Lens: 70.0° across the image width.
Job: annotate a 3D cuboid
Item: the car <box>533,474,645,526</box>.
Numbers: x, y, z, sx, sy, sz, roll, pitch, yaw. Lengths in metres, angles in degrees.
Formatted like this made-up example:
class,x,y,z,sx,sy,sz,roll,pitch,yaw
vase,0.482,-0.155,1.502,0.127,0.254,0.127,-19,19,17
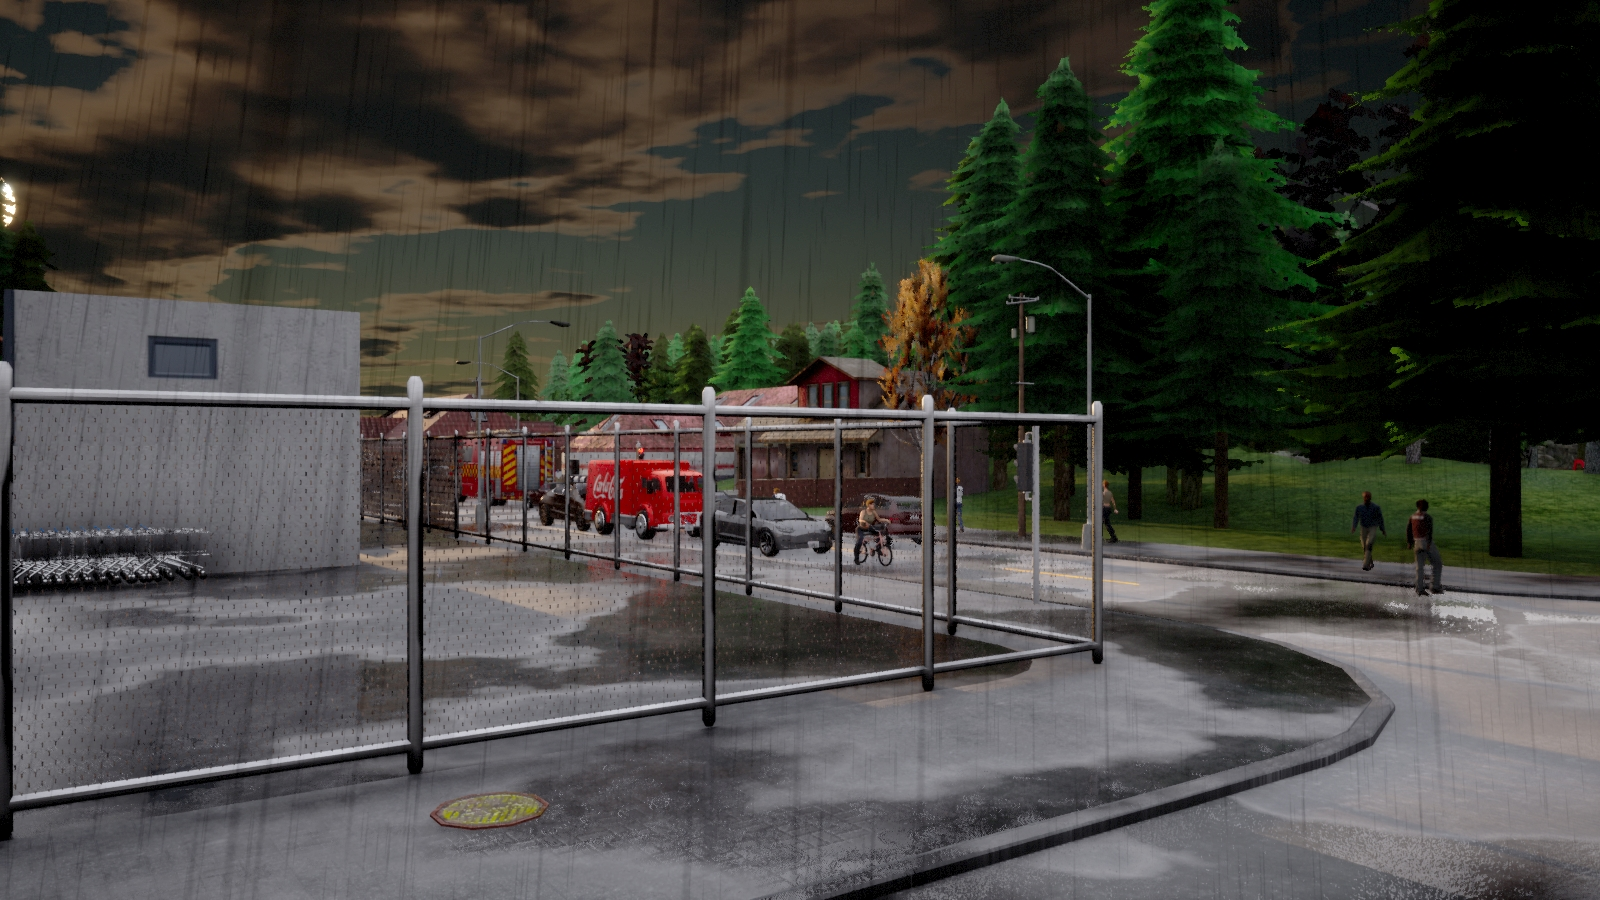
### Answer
class,x,y,z,sx,sy,sz,roll,pitch,yaw
car,-7.756,1.772,41.538,2.152,1.651,5.027,0,0,-34

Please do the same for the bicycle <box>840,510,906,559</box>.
class,x,y,z,sx,sy,sz,roll,pitch,yaw
bicycle,1.773,2.033,27.810,0.859,1.080,1.487,0,0,-35

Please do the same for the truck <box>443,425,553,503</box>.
class,x,y,z,sx,sy,sz,roll,pitch,yaw
truck,-16.070,0.667,60.303,2.891,3.827,8.468,0,0,-35

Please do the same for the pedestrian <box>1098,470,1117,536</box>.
class,x,y,z,sx,sy,sz,roll,pitch,yaw
pedestrian,8.826,1.522,32.791,0.375,1.860,0.375,0,0,-37

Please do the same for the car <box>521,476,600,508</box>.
class,x,y,z,sx,sy,sz,roll,pitch,yaw
car,-11.268,1.931,53.453,1.895,1.301,4.718,0,0,-35

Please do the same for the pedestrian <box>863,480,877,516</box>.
class,x,y,z,sx,sy,sz,roll,pitch,yaw
pedestrian,2.618,1.801,42.891,0.375,1.300,0.375,0,0,-32

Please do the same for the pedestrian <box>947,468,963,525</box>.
class,x,y,z,sx,sy,sz,roll,pitch,yaw
pedestrian,5.087,1.520,37.563,0.375,1.860,0.375,0,0,-23

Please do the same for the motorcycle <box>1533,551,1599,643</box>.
class,x,y,z,sx,sy,sz,roll,pitch,yaw
motorcycle,11.107,1.990,15.351,2.033,1.145,0.803,0,0,25

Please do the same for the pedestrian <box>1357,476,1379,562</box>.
class,x,y,z,sx,sy,sz,roll,pitch,yaw
pedestrian,12.522,1.520,25.186,0.375,1.860,0.375,0,0,38

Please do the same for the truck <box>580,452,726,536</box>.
class,x,y,z,sx,sy,sz,roll,pitch,yaw
truck,-4.910,1.336,37.383,2.627,2.467,5.204,0,0,-35

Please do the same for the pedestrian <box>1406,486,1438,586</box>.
class,x,y,z,sx,sy,sz,roll,pitch,yaw
pedestrian,11.812,1.625,21.699,0.375,1.860,0.375,0,0,-27

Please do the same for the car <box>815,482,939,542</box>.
class,x,y,z,sx,sy,sz,roll,pitch,yaw
car,2.237,1.802,34.097,1.789,1.549,3.705,0,0,-35

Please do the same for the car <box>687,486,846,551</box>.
class,x,y,z,sx,sy,sz,roll,pitch,yaw
car,-1.029,1.840,31.812,2.163,1.488,4.792,0,0,-35
